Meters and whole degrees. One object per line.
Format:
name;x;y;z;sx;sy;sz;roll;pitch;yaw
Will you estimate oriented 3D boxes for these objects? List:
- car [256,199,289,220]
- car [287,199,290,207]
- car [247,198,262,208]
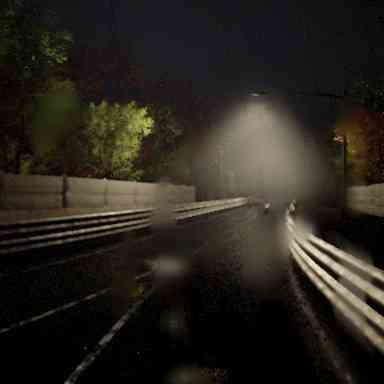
car;6.792;1.543;27.768;1.895;1.301;4.718;0;0;18
car;12.239;1.527;44.954;1.895;1.301;4.718;0;0;18
car;8.515;1.507;44.574;1.895;1.301;4.718;0;0;18
